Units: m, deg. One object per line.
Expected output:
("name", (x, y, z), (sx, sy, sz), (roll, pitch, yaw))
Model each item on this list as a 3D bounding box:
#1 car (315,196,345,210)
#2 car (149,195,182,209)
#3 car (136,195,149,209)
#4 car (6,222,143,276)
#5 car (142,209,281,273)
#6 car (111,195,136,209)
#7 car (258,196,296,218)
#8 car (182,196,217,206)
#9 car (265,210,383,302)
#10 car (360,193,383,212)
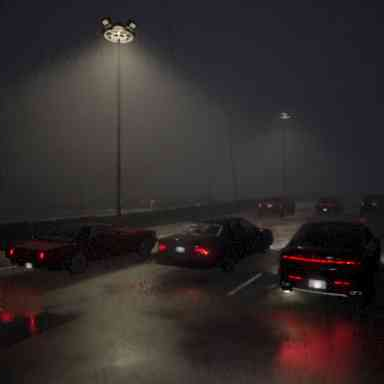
("car", (12.084, 1.145, 29.168), (1.837, 1.490, 4.892), (-1, 1, 31))
("car", (-2.448, 1.291, 39.325), (1.882, 1.535, 5.008), (-1, 1, 31))
("car", (-4.530, 1.171, 42.644), (2.097, 1.767, 4.553), (-1, 1, 31))
("car", (-3.144, 1.625, 10.669), (1.895, 1.301, 4.718), (-1, 0, 31))
("car", (0.991, 1.509, 10.752), (2.033, 1.411, 5.357), (-1, 0, 31))
("car", (-8.366, 1.241, 43.066), (2.097, 1.767, 4.553), (-1, 1, 31))
("car", (7.164, 1.099, 27.786), (2.097, 1.767, 4.553), (-1, 1, 31))
("car", (1.283, 1.252, 38.729), (1.837, 1.490, 4.892), (-1, 1, 31))
("car", (3.570, 1.436, 8.251), (1.837, 1.490, 4.892), (-1, 0, 31))
("car", (15.240, 0.946, 27.628), (2.097, 1.767, 4.553), (-1, 1, 31))
